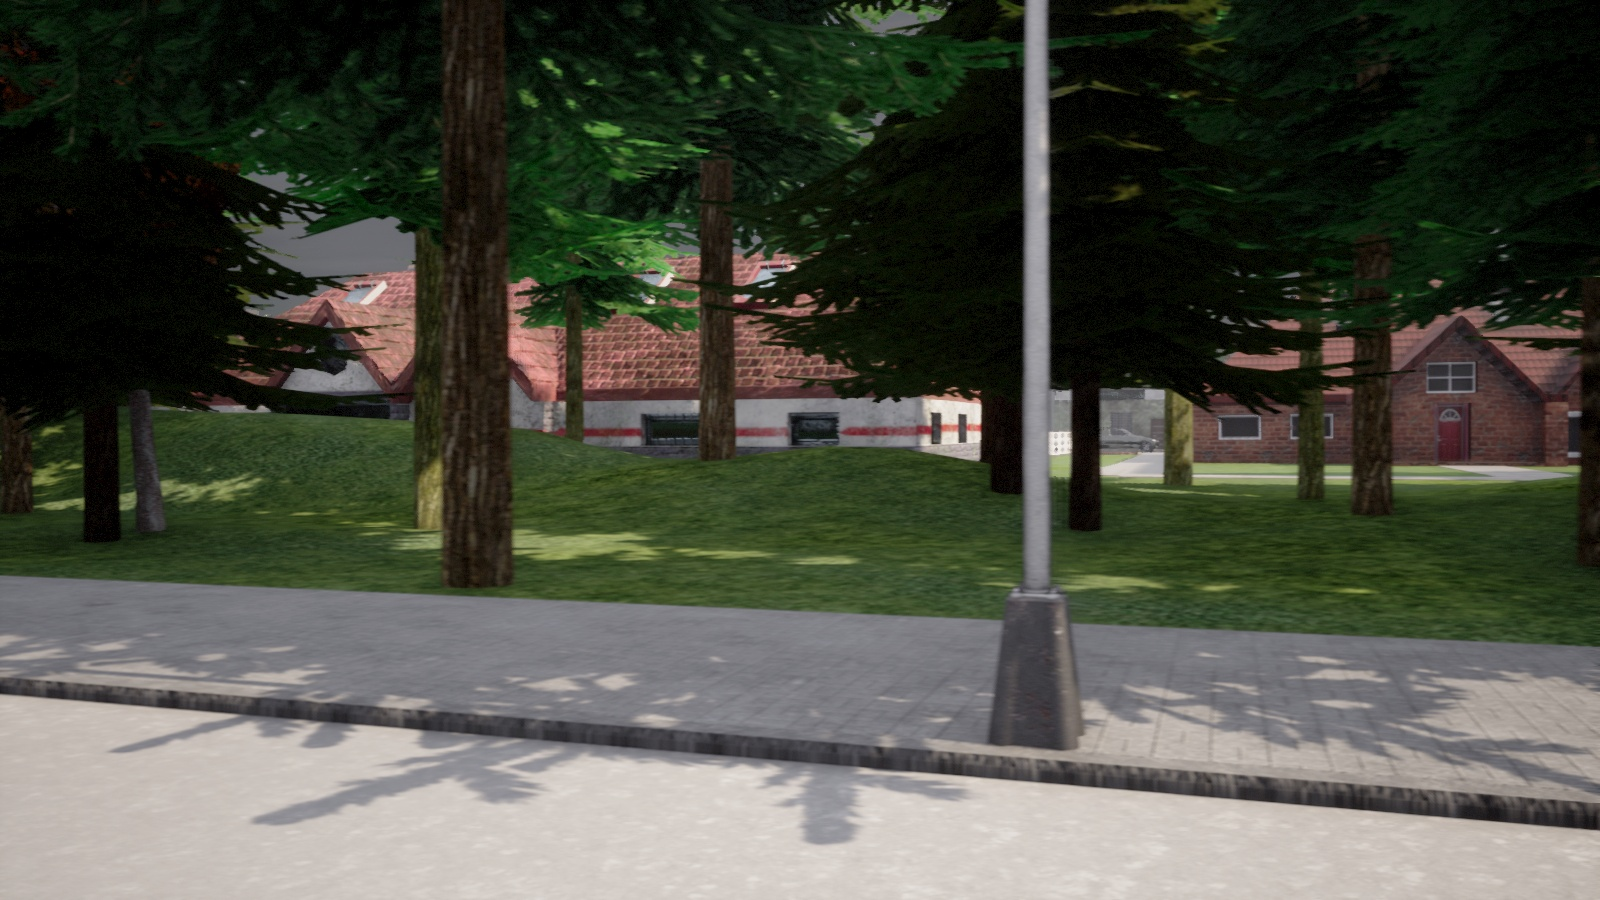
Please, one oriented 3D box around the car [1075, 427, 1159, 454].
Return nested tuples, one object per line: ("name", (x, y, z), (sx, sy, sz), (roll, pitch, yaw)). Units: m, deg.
("car", (20.073, -0.591, 79.437), (5.027, 1.651, 2.152), (1, 1, 19))
